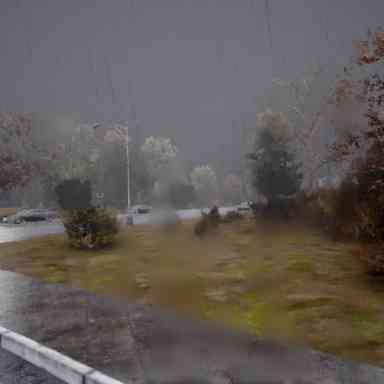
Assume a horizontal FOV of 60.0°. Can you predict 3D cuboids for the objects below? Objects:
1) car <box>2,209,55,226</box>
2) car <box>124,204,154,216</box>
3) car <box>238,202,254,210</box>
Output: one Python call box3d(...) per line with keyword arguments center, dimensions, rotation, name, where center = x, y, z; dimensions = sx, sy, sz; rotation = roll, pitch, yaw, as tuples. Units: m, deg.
box3d(center=(-15.942, 2.432, 32.704), dimensions=(2.128, 1.511, 4.902), rotation=(-3, -2, 33), name="car")
box3d(center=(-7.295, 2.496, 46.233), dimensions=(2.128, 1.511, 4.902), rotation=(-3, -2, 32), name="car")
box3d(center=(8.652, 2.206, 51.479), dimensions=(1.994, 1.385, 4.181), rotation=(-3, -2, 32), name="car")
